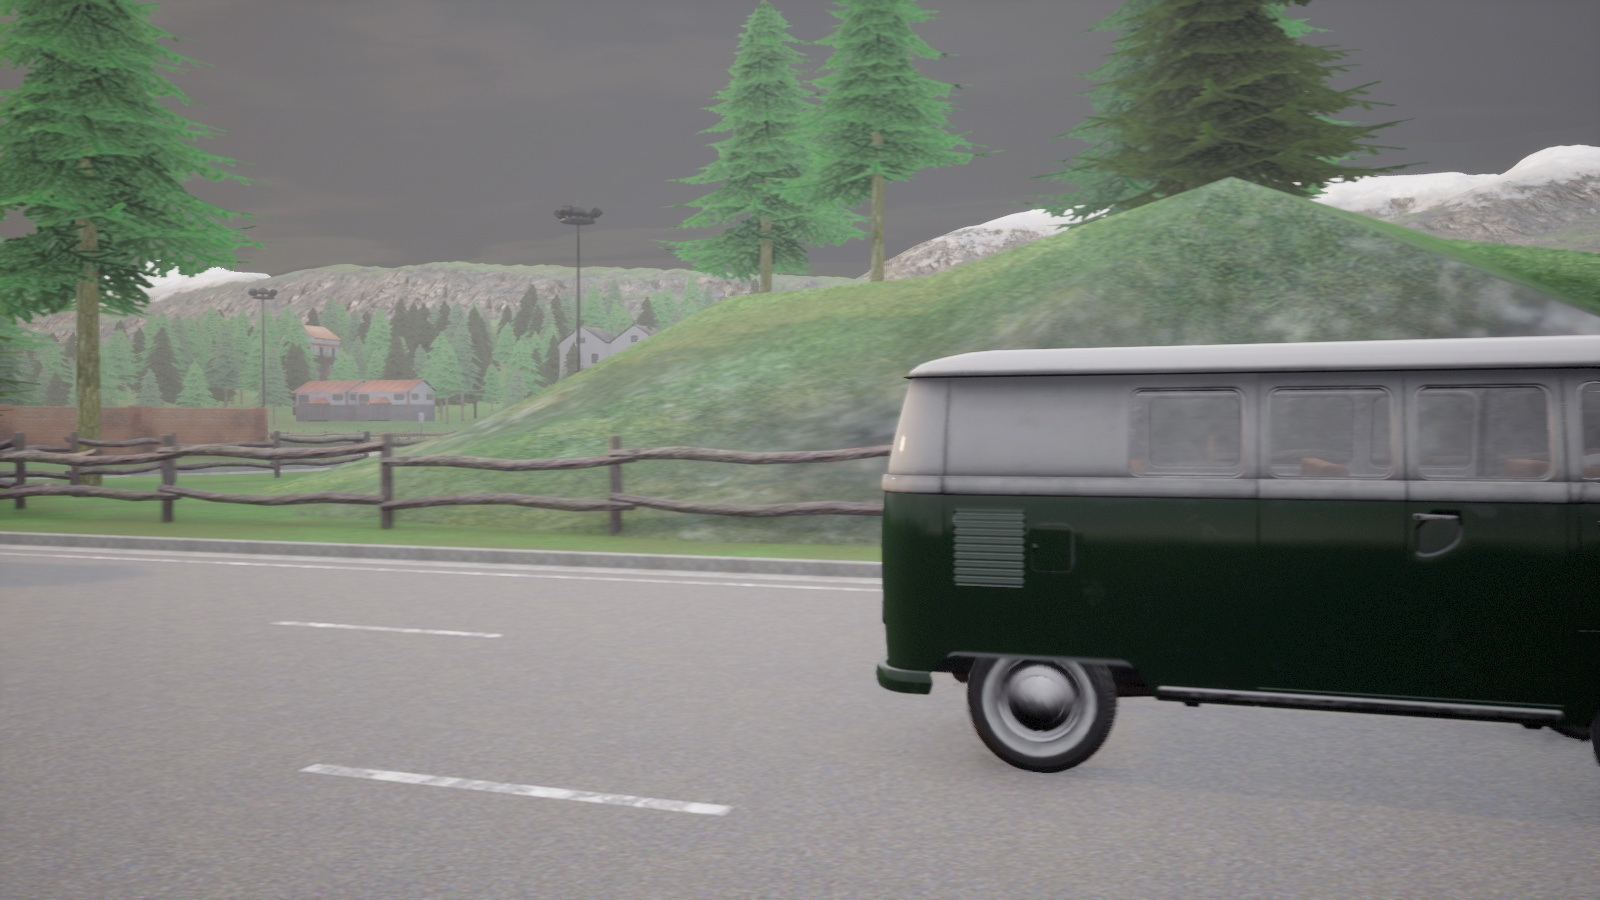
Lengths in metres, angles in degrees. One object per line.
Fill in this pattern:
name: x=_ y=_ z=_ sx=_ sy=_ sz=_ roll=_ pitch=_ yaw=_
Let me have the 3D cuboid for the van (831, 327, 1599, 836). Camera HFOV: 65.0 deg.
van: x=2.540 y=0.492 z=6.027 sx=4.442 sy=1.987 sz=1.775 roll=1 pitch=1 yaw=19

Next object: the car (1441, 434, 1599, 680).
car: x=6.899 y=0.679 z=8.256 sx=4.514 sy=1.525 sz=2.007 roll=1 pitch=1 yaw=19
